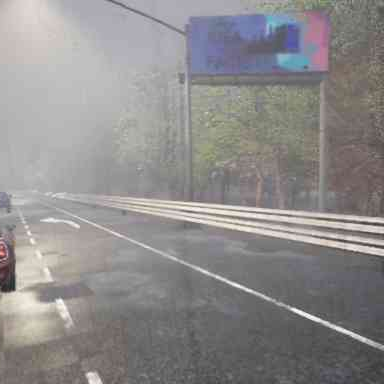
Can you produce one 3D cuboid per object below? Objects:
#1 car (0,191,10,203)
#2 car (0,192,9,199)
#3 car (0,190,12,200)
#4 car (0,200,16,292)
[{"bbox_3d":[-30.306,0.829,53.070,2.097,1.767,4.553,-2,1,-29],"label":"car"},{"bbox_3d":[-44.703,0.788,79.192,1.812,1.442,4.674,-2,1,-29],"label":"car"},{"bbox_3d":[-18.636,0.884,31.900,2.150,2.045,5.566,-2,1,-29],"label":"car"},{"bbox_3d":[-5.545,1.268,8.152,2.097,1.767,4.553,-2,2,-29],"label":"car"}]
